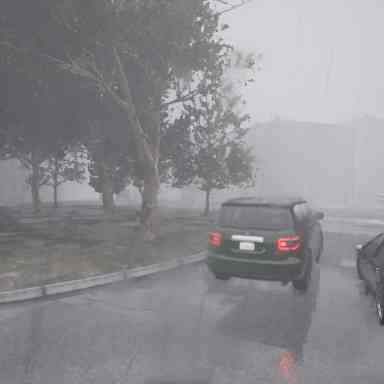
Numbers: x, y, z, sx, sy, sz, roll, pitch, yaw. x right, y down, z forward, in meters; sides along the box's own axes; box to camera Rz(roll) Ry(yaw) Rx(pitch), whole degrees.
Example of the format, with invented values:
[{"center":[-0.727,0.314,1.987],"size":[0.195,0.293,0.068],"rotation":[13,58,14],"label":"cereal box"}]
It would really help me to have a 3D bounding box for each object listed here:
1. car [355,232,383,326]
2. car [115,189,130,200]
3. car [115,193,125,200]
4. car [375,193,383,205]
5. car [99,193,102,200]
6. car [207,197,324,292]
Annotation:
[{"center":[4.448,1.503,6.508],"size":[2.033,1.411,5.357],"rotation":[0,1,21],"label":"car"},{"center":[-12.392,0.464,59.809],"size":[2.150,2.045,5.566],"rotation":[0,-1,-16],"label":"car"},{"center":[-15.548,0.958,71.950],"size":[2.033,1.411,5.357],"rotation":[0,-1,-12],"label":"car"},{"center":[24.733,0.500,39.948],"size":[5.566,2.045,2.150],"rotation":[-1,1,-20],"label":"car"},{"center":[-18.389,0.885,69.739],"size":[1.882,1.535,5.008],"rotation":[0,-1,-12],"label":"car"},{"center":[2.261,1.135,9.135],"size":[2.150,2.045,5.566],"rotation":[0,1,25],"label":"car"}]
